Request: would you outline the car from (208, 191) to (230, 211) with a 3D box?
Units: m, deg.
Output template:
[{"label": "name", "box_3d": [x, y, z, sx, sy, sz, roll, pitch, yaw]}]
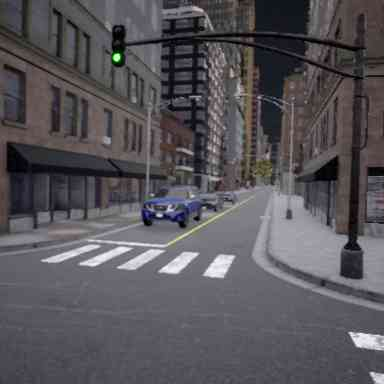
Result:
[{"label": "car", "box_3d": [1.595, 0.780, 28.229, 2.033, 1.411, 5.357, 2, 2, 14]}]

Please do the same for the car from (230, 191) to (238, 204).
[{"label": "car", "box_3d": [4.061, 0.582, 37.958, 1.994, 1.385, 4.181, 2, 2, 15]}]

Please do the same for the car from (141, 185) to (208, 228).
[{"label": "car", "box_3d": [-0.877, 0.676, 18.284, 2.150, 2.045, 5.566, 2, 2, 13]}]
